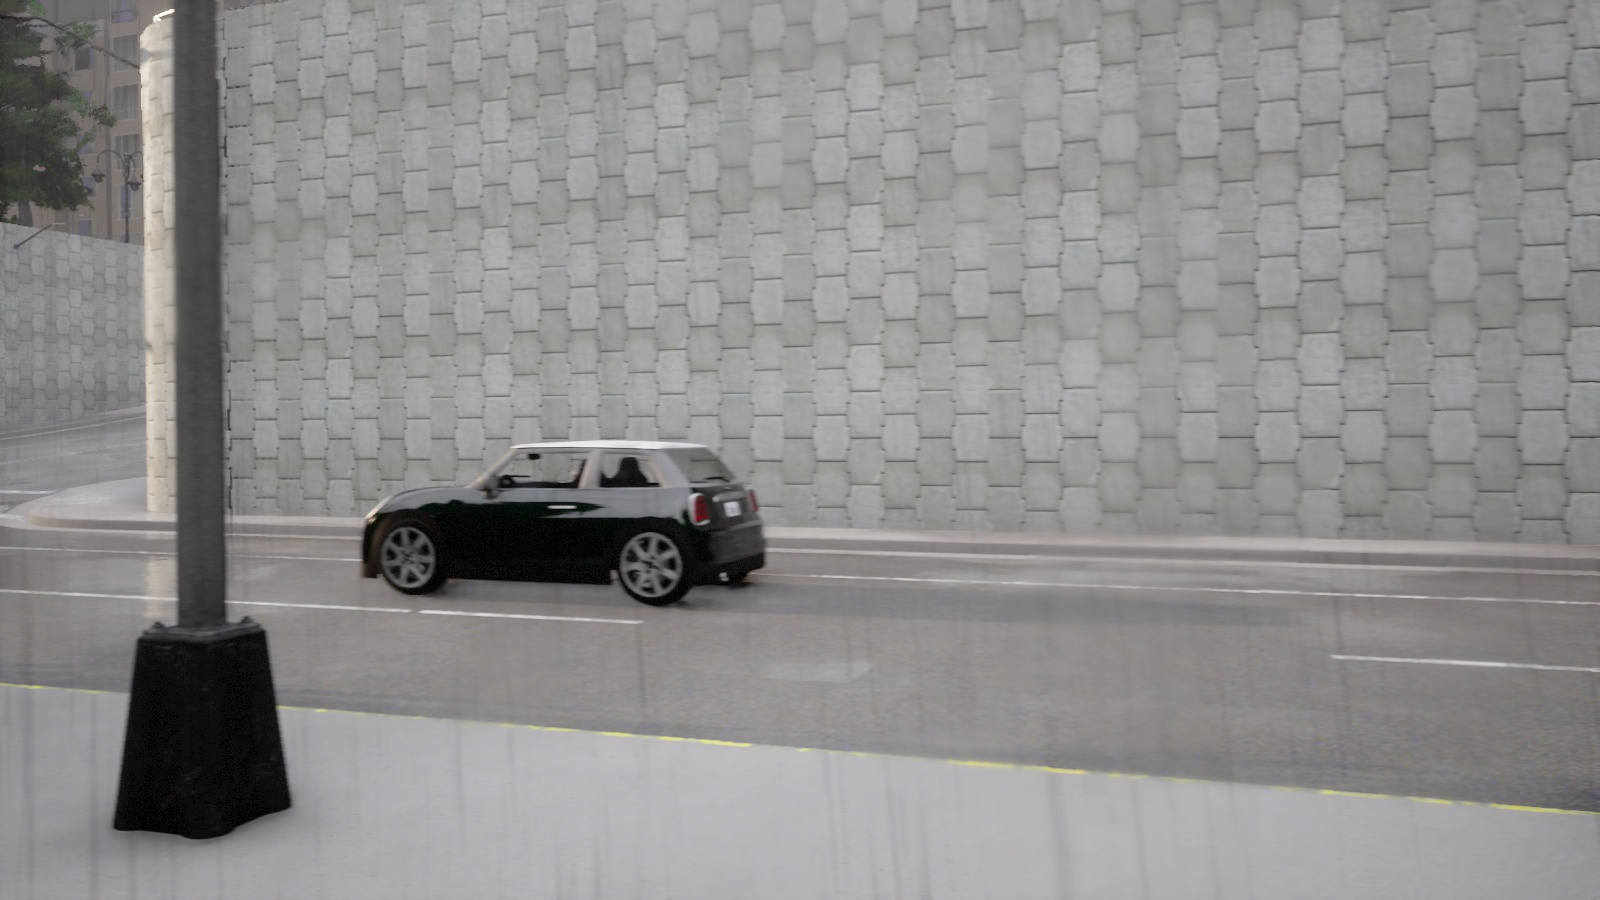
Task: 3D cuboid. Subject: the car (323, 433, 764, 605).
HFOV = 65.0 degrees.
[{"bbox_3d":[-2.485,0.583,12.457,3.806,1.475,1.970,1,1,19],"label":"car"}]
